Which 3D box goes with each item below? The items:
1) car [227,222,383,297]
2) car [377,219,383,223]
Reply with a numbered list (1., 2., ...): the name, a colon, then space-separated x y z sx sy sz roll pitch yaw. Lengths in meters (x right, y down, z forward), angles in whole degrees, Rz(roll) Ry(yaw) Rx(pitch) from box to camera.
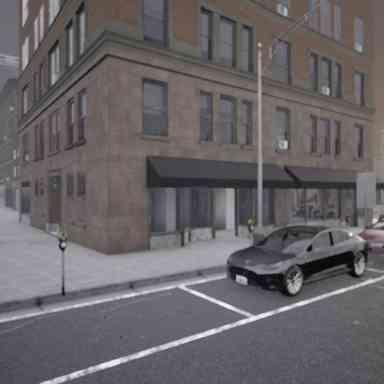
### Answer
1. car: 2.861 1.572 8.628 4.313 1.339 1.947 0 0 -36
2. car: 7.318 1.592 11.852 4.206 1.307 1.802 0 0 -36
